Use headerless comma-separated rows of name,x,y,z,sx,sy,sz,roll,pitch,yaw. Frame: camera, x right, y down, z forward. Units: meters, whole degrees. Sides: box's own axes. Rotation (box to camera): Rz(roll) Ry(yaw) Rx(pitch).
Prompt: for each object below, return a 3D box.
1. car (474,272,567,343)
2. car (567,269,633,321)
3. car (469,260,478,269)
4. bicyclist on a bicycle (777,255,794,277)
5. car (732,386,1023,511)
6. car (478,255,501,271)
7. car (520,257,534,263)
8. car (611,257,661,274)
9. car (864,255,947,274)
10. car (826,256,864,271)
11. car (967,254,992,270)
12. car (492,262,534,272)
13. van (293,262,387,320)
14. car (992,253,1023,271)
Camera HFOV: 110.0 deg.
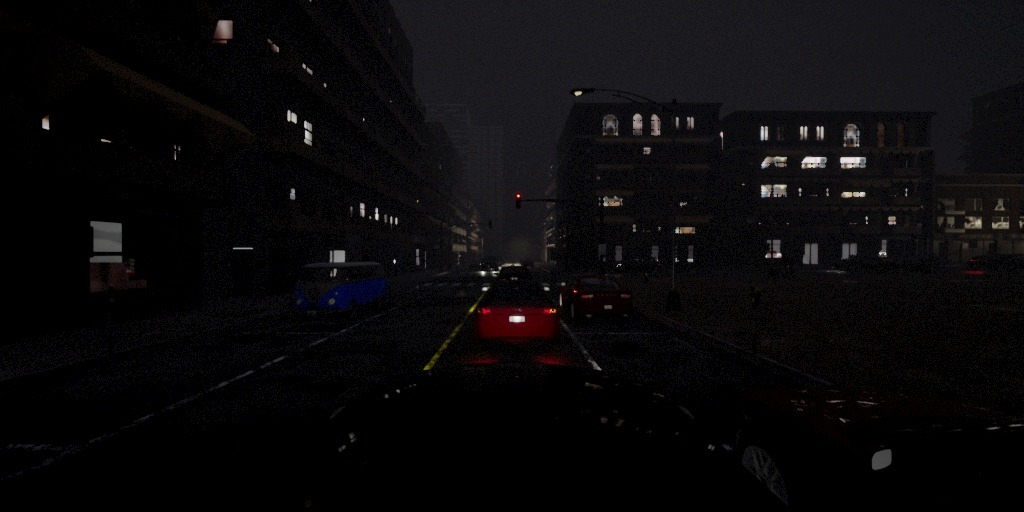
car,0.107,1.313,9.645,1.994,1.385,4.181,0,0,0
car,2.697,1.294,12.255,1.888,1.381,4.507,0,0,0
car,-5.648,1.312,55.738,2.007,1.370,4.403,0,0,0
bicyclist on a bicycle,20.264,0.768,26.562,0.582,1.620,1.656,-1,0,-1
car,2.688,1.295,1.203,1.888,1.381,4.507,0,0,0
car,-3.048,0.978,49.742,2.150,2.045,5.566,0,0,0
car,2.737,1.206,61.253,1.967,1.591,4.097,0,0,0
car,12.025,0.877,35.090,4.553,1.767,2.097,-1,0,-3
car,32.499,0.800,29.679,4.403,1.370,2.007,0,0,-1
car,34.371,0.719,35.484,5.357,1.411,2.033,-1,0,-1
car,44.419,0.546,32.476,4.892,1.490,1.837,-1,0,0
car,0.113,1.254,18.517,1.837,1.490,4.892,0,0,0
van,-5.684,1.089,12.262,1.690,1.789,3.998,0,0,0
car,43.637,0.626,29.826,4.403,1.370,2.007,0,0,-1
